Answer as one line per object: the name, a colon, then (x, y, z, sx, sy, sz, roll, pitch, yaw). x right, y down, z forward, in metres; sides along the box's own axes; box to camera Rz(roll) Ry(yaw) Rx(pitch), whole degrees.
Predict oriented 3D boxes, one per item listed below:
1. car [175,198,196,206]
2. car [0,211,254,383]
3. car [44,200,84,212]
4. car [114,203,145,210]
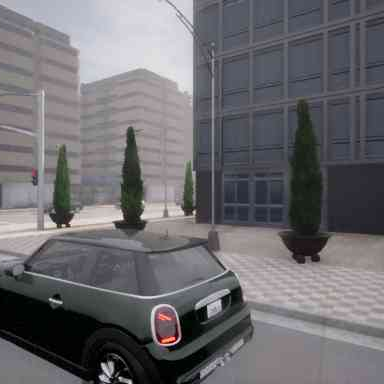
car: (-0.830, 1.558, 54.735, 1.837, 1.490, 4.892, 0, 1, 35)
car: (-1.472, 1.352, 5.043, 4.553, 1.767, 2.097, 0, 0, 35)
car: (-14.093, 1.560, 35.981, 1.837, 1.490, 4.892, 0, 0, 35)
car: (-8.199, 1.581, 44.319, 1.812, 1.442, 4.674, 0, 0, 35)
